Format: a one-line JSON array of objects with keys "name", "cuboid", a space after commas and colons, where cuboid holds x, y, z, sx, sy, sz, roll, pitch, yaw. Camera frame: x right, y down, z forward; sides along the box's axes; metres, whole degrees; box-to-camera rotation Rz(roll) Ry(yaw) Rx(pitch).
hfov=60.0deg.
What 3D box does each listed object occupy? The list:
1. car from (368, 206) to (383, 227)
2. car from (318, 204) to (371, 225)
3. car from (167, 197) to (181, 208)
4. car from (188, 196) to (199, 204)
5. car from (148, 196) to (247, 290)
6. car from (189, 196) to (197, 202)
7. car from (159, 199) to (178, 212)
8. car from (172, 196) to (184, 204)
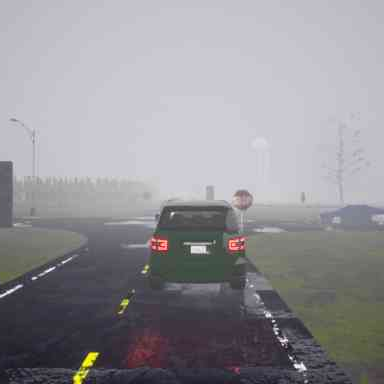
[{"name": "car", "cuboid": [14.869, 1.853, 22.320, 4.718, 1.301, 1.895, 1, 1, -1]}, {"name": "car", "cuboid": [12.257, 1.661, 25.354, 5.008, 1.535, 1.882, 1, 1, 0]}, {"name": "car", "cuboid": [-2.706, 1.562, 50.597, 1.812, 1.442, 4.674, 0, 0, 0]}, {"name": "car", "cuboid": [0.277, 1.614, 67.977, 2.033, 1.411, 5.357, 0, 0, 0]}, {"name": "car", "cuboid": [0.111, 1.222, 9.198, 2.150, 2.045, 5.566, 0, 0, 0]}, {"name": "car", "cuboid": [0.205, 1.618, 80.595, 1.812, 1.442, 4.674, 0, 0, 0]}, {"name": "car", "cuboid": [-2.733, 1.586, 39.487, 1.994, 1.385, 4.181, 0, 0, 0]}, {"name": "car", "cuboid": [-2.626, 1.608, 64.758, 2.033, 1.411, 5.357, 0, 0, 1]}]
